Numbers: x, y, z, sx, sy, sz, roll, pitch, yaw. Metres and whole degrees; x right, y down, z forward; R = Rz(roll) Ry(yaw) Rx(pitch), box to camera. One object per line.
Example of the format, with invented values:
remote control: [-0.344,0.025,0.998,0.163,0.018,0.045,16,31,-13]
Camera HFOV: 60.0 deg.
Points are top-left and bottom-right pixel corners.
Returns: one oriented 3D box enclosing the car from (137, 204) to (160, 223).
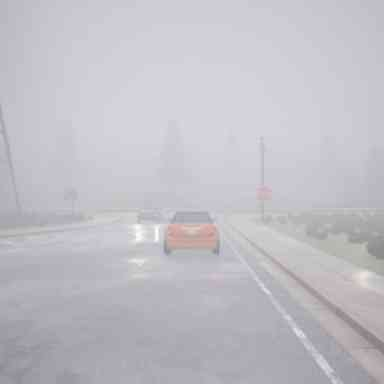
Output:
car: [-3.514,1.784,28.454,1.837,1.490,4.892,0,-1,0]

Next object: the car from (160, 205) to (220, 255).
car: [-0.002,1.485,14.089,2.097,1.767,4.553,0,-1,0]

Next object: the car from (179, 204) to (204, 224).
car: [0.010,1.824,28.985,2.033,1.411,5.357,0,-1,1]
